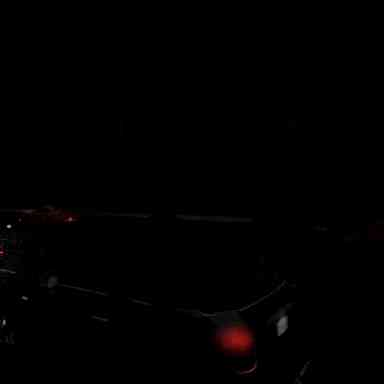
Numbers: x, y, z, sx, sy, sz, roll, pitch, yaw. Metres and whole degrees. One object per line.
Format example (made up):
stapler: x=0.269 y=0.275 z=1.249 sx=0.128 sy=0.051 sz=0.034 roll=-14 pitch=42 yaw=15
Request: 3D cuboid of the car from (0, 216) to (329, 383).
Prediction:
car: x=-0.817 y=1.388 z=4.576 sx=4.553 sy=1.767 sz=2.097 roll=-1 pitch=-1 yaw=36

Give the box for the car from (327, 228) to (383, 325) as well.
car: x=3.523 y=1.552 z=5.779 sx=5.357 sy=1.411 sz=2.033 roll=-1 pitch=0 yaw=36

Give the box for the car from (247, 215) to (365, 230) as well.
car: x=2.570 y=1.524 z=10.759 sx=5.008 sy=1.535 sz=1.882 roll=-1 pitch=0 yaw=36

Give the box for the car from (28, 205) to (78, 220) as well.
car: x=-10.380 y=1.737 z=24.301 sx=5.008 sy=1.535 sz=1.882 roll=-1 pitch=0 yaw=36

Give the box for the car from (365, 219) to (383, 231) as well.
car: x=5.594 y=1.597 z=12.900 sx=4.181 sy=1.385 sz=1.994 roll=-1 pitch=0 yaw=36

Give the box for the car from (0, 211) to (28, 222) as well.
car: x=-13.206 y=1.872 z=22.018 sx=4.718 sy=1.301 sz=1.895 roll=-1 pitch=0 yaw=36
